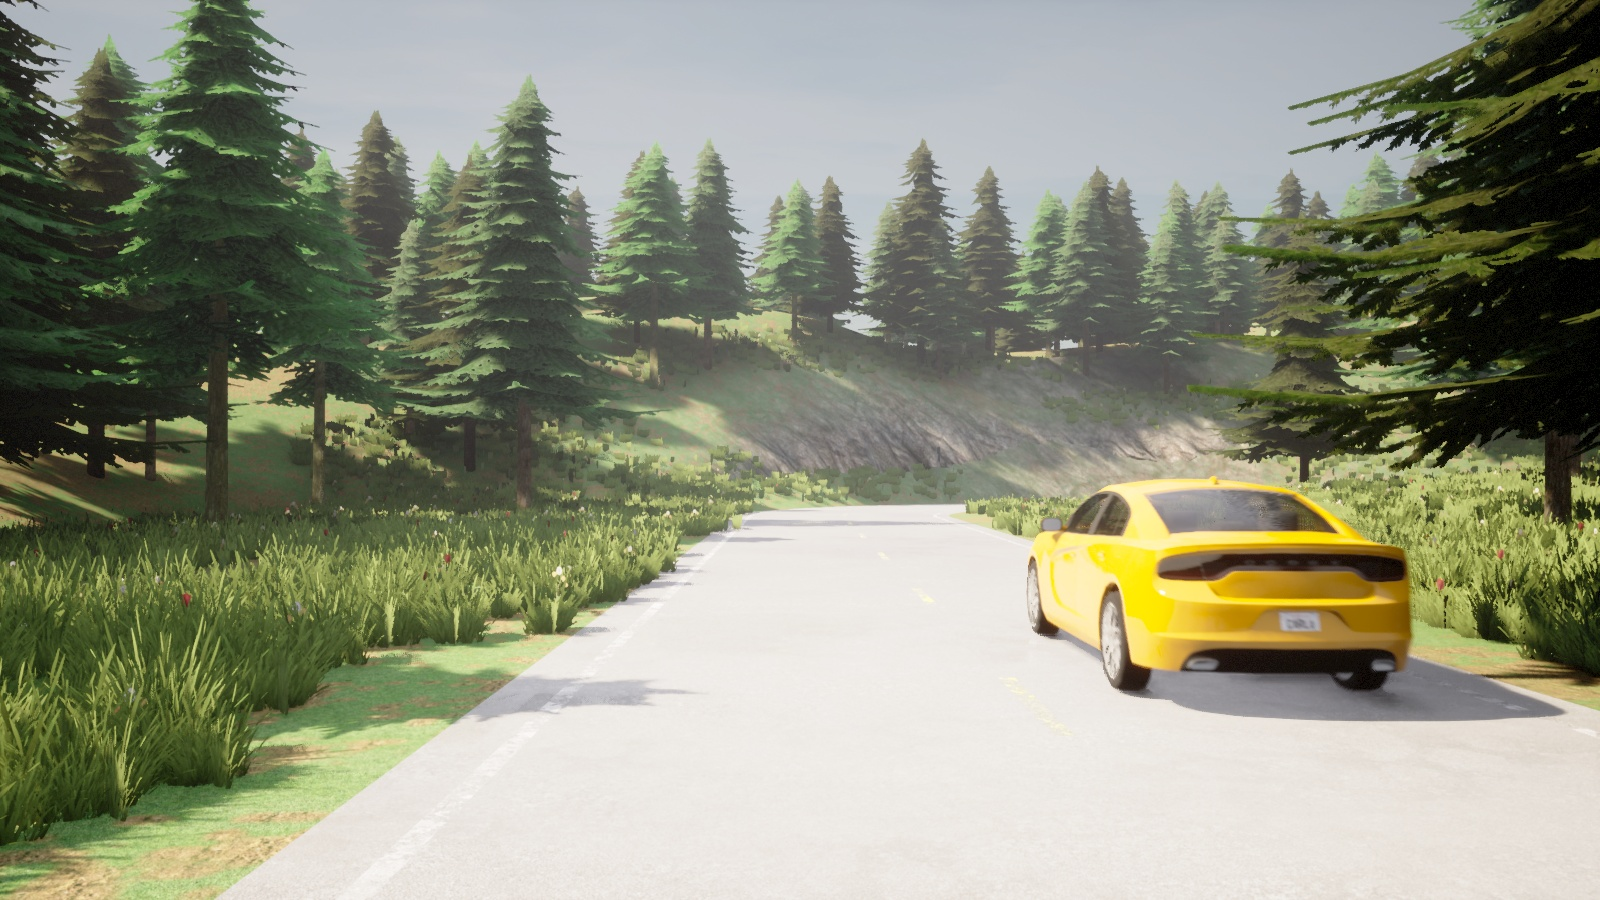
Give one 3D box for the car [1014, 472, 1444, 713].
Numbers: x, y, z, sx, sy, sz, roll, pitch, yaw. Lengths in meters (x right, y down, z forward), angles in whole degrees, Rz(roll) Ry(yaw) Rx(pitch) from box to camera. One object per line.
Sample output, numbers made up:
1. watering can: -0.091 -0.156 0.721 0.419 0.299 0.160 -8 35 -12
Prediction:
1. car: 3.174 0.956 10.556 1.882 1.535 5.008 0 -1 0
